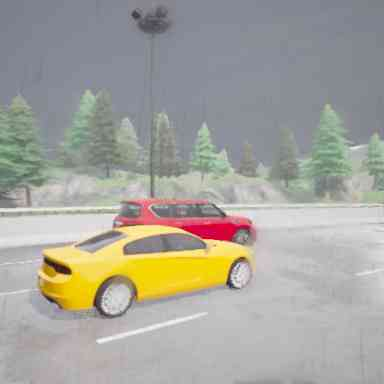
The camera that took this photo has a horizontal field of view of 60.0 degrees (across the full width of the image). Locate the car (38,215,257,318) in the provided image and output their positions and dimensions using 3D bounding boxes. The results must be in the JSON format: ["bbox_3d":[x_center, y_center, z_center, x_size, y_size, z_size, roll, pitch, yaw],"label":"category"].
[{"bbox_3d":[-0.717,1.497,7.517,5.008,1.535,1.882,0,0,-35],"label":"car"}]

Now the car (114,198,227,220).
[{"bbox_3d":[-0.135,1.255,12.170,5.566,2.045,2.150,0,0,-34],"label":"car"}]
